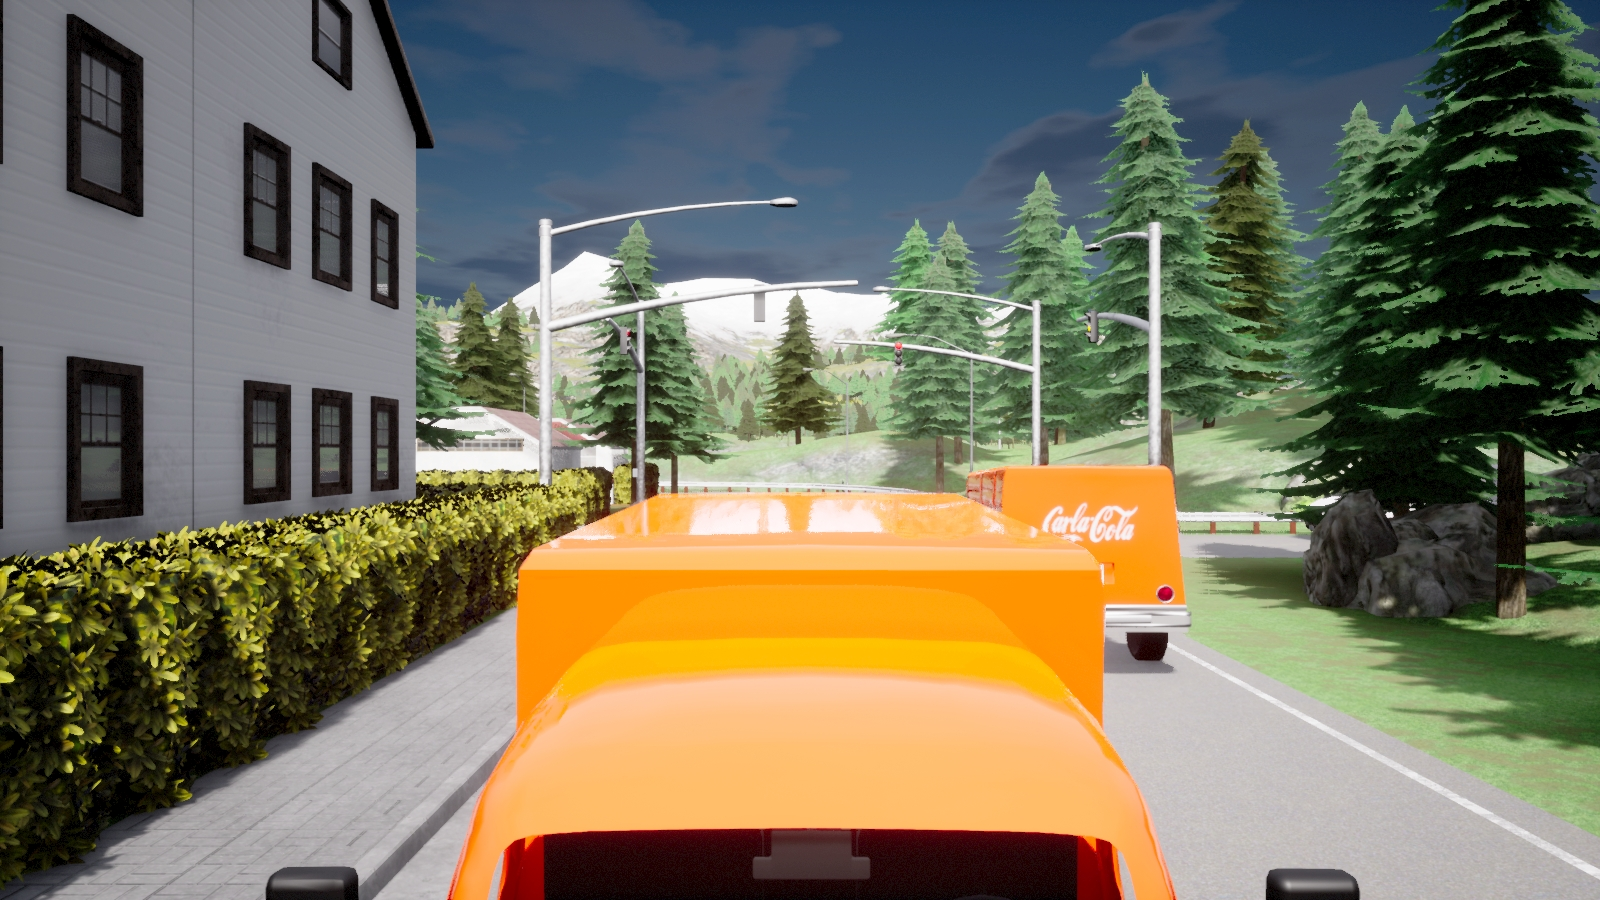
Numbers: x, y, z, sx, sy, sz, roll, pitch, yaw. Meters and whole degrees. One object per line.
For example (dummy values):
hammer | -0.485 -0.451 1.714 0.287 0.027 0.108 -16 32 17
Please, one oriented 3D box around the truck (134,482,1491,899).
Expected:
truck | 0.034 1.523 4.850 2.627 2.467 5.204 0 2 0

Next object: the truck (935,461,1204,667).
truck | 3.536 1.503 16.310 2.627 2.467 5.204 0 -3 1
